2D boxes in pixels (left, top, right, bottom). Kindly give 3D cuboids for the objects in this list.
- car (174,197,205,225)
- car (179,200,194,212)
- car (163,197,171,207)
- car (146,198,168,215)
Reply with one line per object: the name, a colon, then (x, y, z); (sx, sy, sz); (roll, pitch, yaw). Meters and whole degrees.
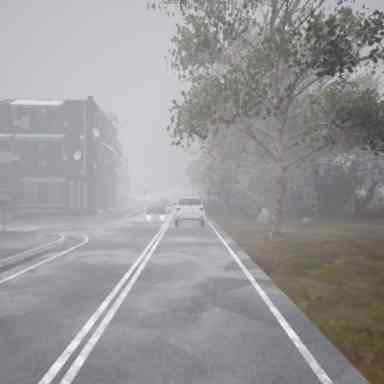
car: (-0.218, 1.393, 25.742); (2.150, 2.045, 5.566); (0, 0, -2)
car: (-0.743, 1.818, 44.095); (1.895, 1.301, 4.718); (0, 0, -2)
car: (-4.571, 1.684, 54.454); (1.837, 1.490, 4.892); (0, 0, -2)
car: (-3.967, 1.741, 37.474); (1.812, 1.442, 4.674); (0, 0, -2)
